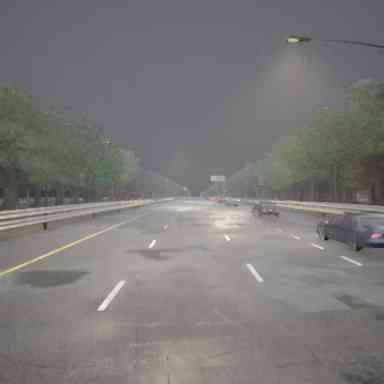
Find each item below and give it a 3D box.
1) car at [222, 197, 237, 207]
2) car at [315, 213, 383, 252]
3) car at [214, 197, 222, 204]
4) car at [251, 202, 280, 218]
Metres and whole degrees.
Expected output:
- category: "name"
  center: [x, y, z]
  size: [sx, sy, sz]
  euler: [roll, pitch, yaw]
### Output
- category: "car"
  center: [7.209, 2.045, 61.841]
  size: [2.033, 1.411, 5.357]
  euler: [0, -1, 0]
- category: "car"
  center: [7.012, 1.582, 13.998]
  size: [2.033, 1.411, 5.357]
  euler: [0, 0, 0]
- category: "car"
  center: [7.393, 2.144, 84.822]
  size: [2.097, 1.767, 4.553]
  euler: [0, -1, 1]
- category: "car"
  center: [7.057, 1.704, 32.250]
  size: [2.033, 1.411, 5.357]
  euler: [0, -1, 0]
